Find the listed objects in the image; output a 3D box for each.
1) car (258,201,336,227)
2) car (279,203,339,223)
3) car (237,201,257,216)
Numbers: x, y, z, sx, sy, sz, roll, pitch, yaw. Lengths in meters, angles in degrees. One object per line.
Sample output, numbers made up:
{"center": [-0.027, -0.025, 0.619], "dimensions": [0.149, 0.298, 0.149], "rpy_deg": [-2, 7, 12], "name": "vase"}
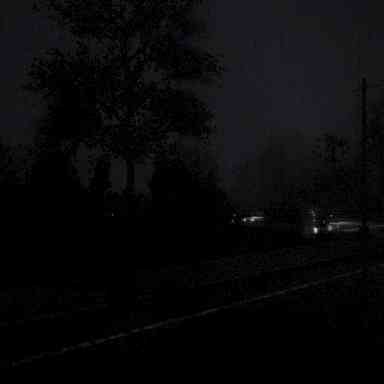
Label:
{"center": [7.309, 1.426, 23.648], "dimensions": [2.097, 1.767, 4.553], "rpy_deg": [0, -1, -38], "name": "car"}
{"center": [9.323, 1.651, 26.772], "dimensions": [1.994, 1.385, 4.181], "rpy_deg": [0, -1, -39], "name": "car"}
{"center": [3.929, 1.769, 33.222], "dimensions": [1.994, 1.385, 4.181], "rpy_deg": [0, -1, -41], "name": "car"}
